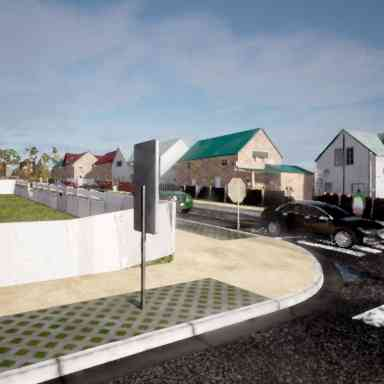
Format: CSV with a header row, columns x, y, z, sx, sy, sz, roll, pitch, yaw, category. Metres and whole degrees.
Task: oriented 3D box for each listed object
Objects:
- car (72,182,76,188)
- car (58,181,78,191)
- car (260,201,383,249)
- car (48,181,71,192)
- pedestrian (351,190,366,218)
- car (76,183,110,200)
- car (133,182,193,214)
x,y,z,sx,sy,sz,roll,pitch,yaw,category
-13.893,-0.505,44.426,2.033,1.411,5.357,0,2,-35,car
-19.489,-0.984,52.268,1.812,1.442,4.674,0,2,-35,car
4.982,1.164,13.227,1.837,1.490,4.892,0,3,-40,car
-18.849,-0.722,46.592,2.033,1.411,5.357,0,2,-35,car
8.733,0.771,17.505,0.375,1.860,0.375,4,-2,-35,pedestrian
-9.775,-0.033,33.576,1.837,1.490,4.892,0,2,-35,car
-2.158,0.313,22.776,2.150,2.045,5.566,0,2,-35,car
